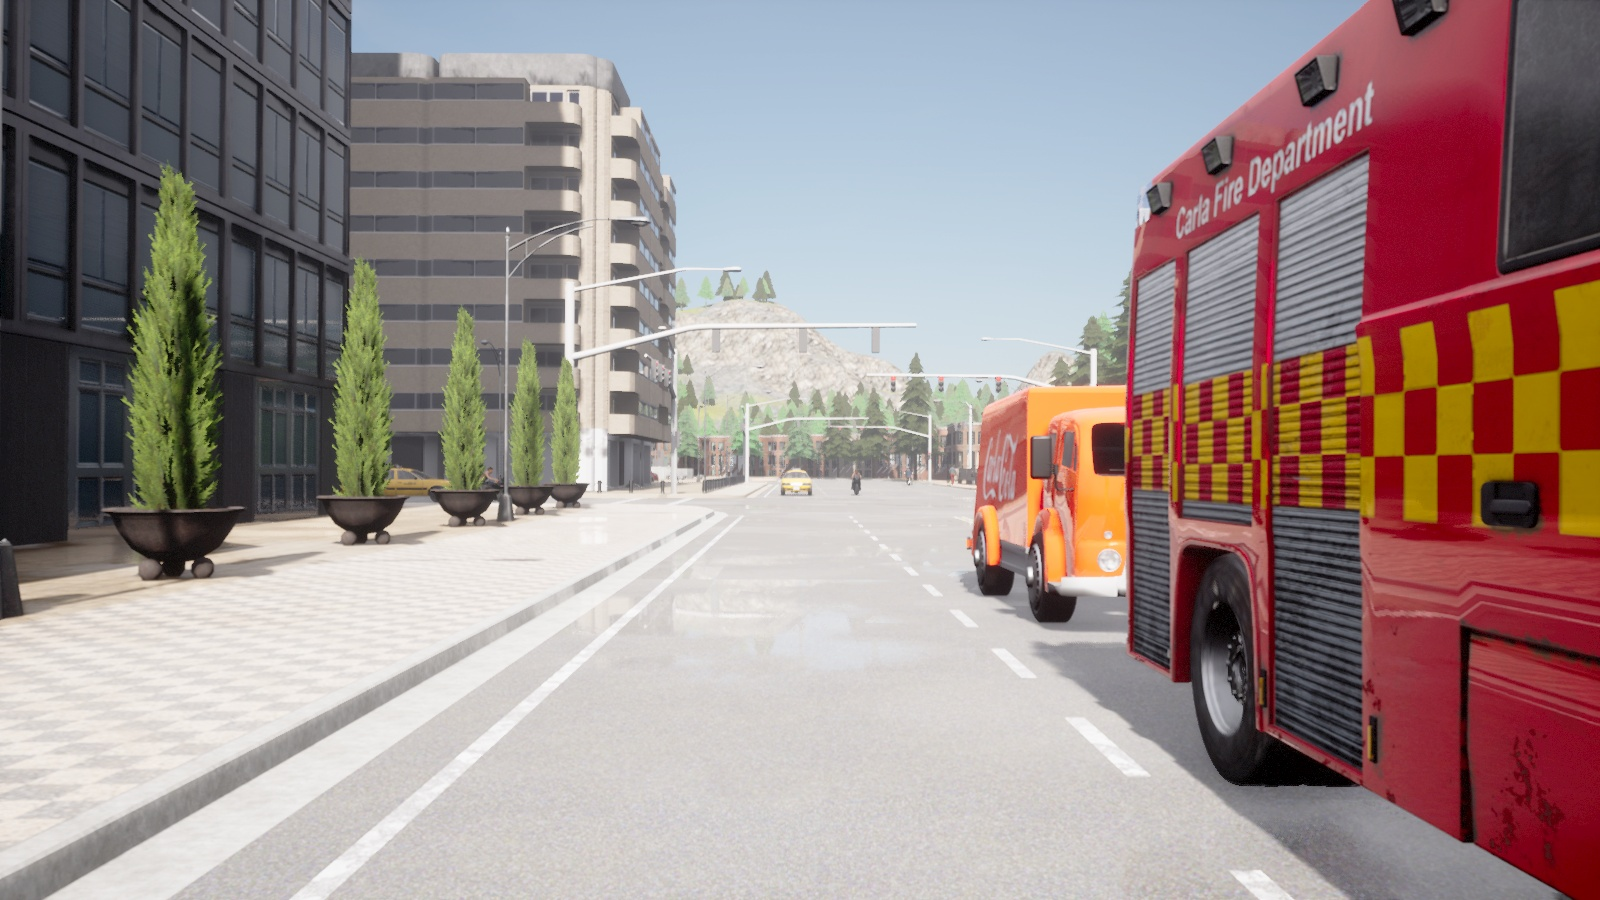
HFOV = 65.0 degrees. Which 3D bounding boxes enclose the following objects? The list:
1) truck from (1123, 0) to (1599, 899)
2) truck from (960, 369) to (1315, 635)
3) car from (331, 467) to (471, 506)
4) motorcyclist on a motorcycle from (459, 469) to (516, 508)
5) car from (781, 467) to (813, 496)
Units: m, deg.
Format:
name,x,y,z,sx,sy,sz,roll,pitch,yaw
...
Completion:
name,x,y,z,sx,sy,sz,roll,pitch,yaw
truck,3.486,-0.314,3.616,2.891,3.827,8.468,0,-1,0
truck,3.466,0.518,14.279,2.627,2.467,5.204,0,-1,0
car,-16.919,1.539,53.443,5.366,1.575,1.801,0,-1,0
motorcyclist on a motorcycle,-12.414,1.513,49.929,2.044,1.523,0.797,0,-1,0
car,-0.186,1.813,73.207,1.801,1.575,5.366,0,-1,0
